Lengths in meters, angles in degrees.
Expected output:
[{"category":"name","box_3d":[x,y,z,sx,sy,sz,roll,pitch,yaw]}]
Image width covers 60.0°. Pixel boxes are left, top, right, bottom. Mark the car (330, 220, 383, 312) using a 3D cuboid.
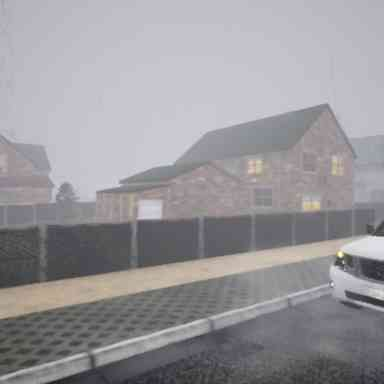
[{"category":"car","box_3d":[5.185,1.257,6.846,5.566,2.045,2.150,0,0,-36]}]
